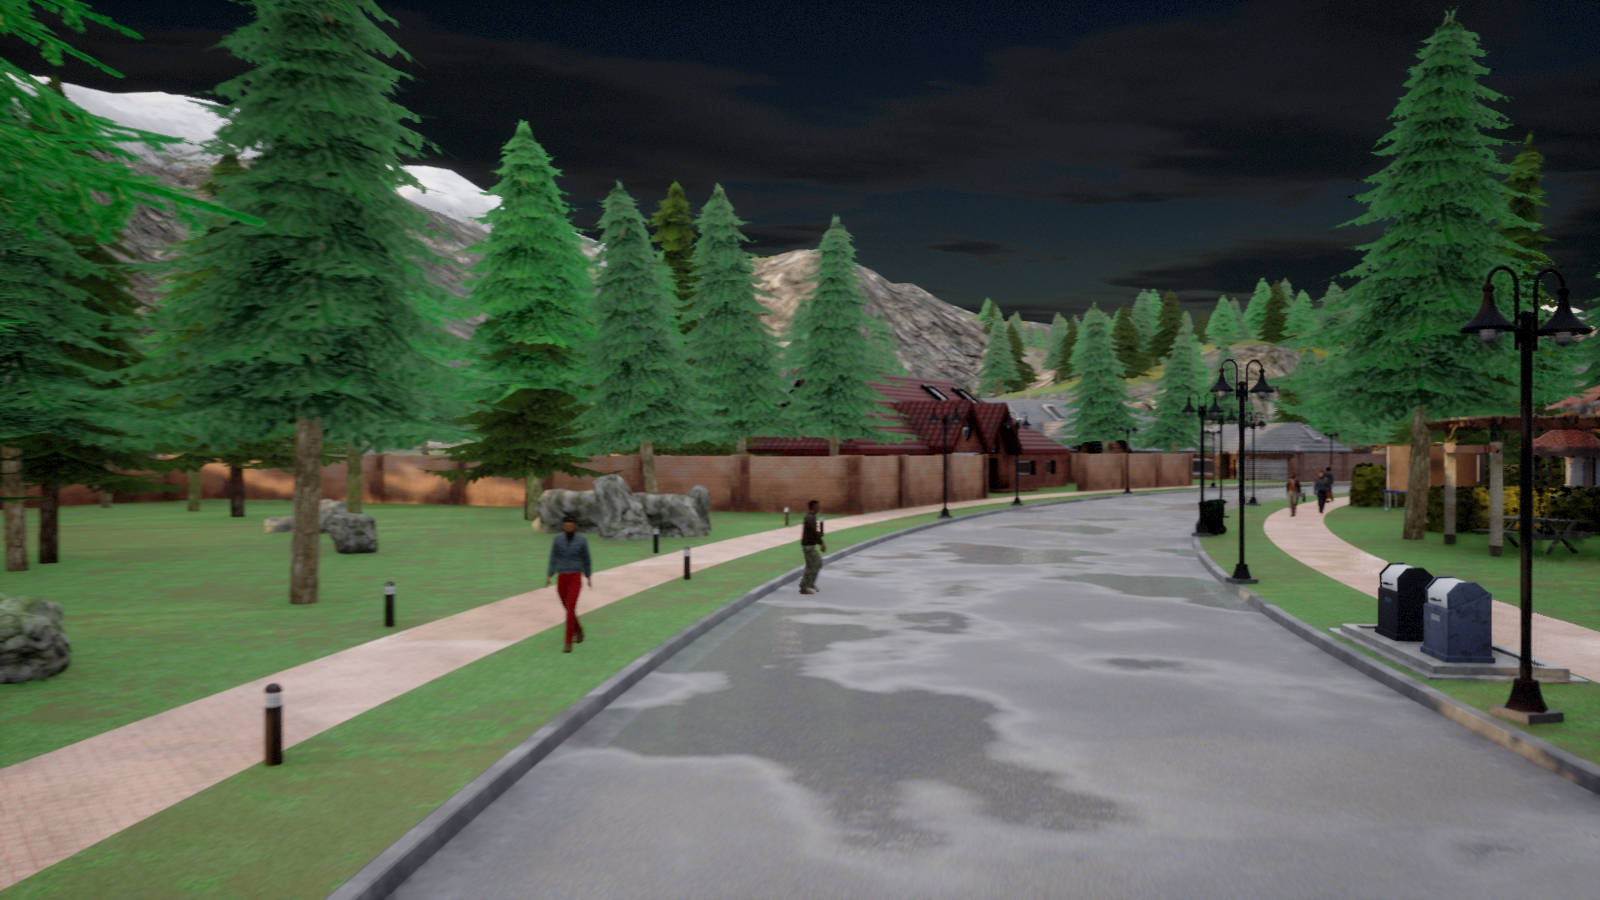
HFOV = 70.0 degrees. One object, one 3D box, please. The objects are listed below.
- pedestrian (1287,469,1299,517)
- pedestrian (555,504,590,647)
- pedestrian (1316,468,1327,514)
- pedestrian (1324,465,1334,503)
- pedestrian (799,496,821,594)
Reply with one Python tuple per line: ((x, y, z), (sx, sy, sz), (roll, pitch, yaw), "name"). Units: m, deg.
((19.415, 1.676, 44.991), (0.375, 1.860, 0.375), (0, 0, 29), "pedestrian")
((-3.026, 1.662, 15.206), (0.375, 1.860, 0.375), (0, 0, 0), "pedestrian")
((21.225, 1.677, 46.518), (0.375, 1.860, 0.375), (0, 0, 29), "pedestrian")
((26.143, 1.681, 56.463), (0.375, 1.860, 0.375), (0, 0, 38), "pedestrian")
((0.188, 1.814, 21.910), (0.375, 1.860, 0.375), (0, 0, -8), "pedestrian")
